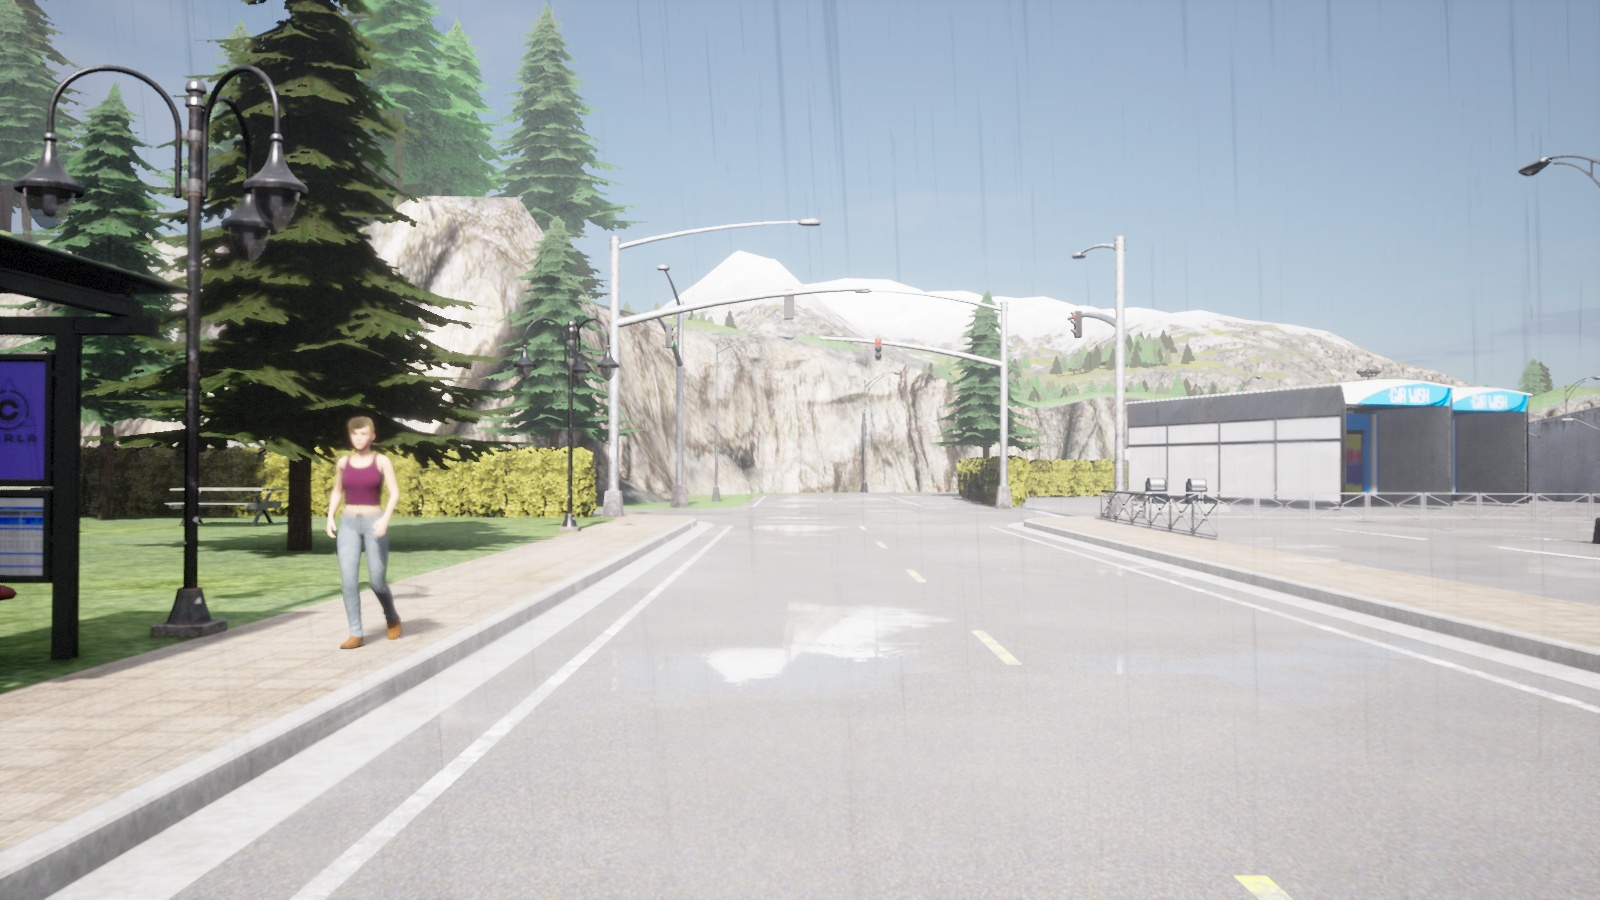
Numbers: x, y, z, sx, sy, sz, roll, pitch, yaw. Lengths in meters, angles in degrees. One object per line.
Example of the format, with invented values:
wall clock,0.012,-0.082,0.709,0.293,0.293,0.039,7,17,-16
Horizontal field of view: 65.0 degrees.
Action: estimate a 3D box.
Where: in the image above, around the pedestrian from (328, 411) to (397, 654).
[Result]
pedestrian,-3.399,0.625,9.776,0.345,1.836,0.594,0,-1,-2
